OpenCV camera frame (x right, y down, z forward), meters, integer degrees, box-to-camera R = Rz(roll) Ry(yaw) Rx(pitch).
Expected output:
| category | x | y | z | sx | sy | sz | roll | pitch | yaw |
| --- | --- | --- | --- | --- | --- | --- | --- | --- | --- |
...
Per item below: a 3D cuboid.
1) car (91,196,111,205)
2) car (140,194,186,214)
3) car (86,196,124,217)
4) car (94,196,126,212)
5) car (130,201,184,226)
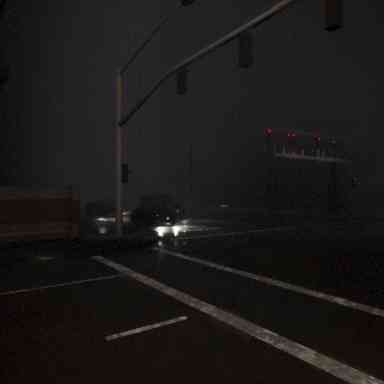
| category | x | y | z | sx | sy | sz | roll | pitch | yaw |
| --- | --- | --- | --- | --- | --- | --- | --- | --- | --- |
| car | -16.864 | 1.478 | 61.586 | 1.882 | 1.535 | 5.008 | 0 | 0 | -36 |
| car | -2.782 | 1.222 | 29.659 | 2.150 | 2.045 | 5.566 | 0 | 0 | -36 |
| car | -8.558 | 1.478 | 31.697 | 1.882 | 1.535 | 5.008 | 0 | 0 | -36 |
| car | -9.716 | 1.353 | 39.313 | 2.097 | 1.767 | 4.553 | 0 | 0 | -36 |
| car | -2.755 | 1.564 | 23.612 | 1.994 | 1.385 | 4.181 | 0 | 0 | -35 |
